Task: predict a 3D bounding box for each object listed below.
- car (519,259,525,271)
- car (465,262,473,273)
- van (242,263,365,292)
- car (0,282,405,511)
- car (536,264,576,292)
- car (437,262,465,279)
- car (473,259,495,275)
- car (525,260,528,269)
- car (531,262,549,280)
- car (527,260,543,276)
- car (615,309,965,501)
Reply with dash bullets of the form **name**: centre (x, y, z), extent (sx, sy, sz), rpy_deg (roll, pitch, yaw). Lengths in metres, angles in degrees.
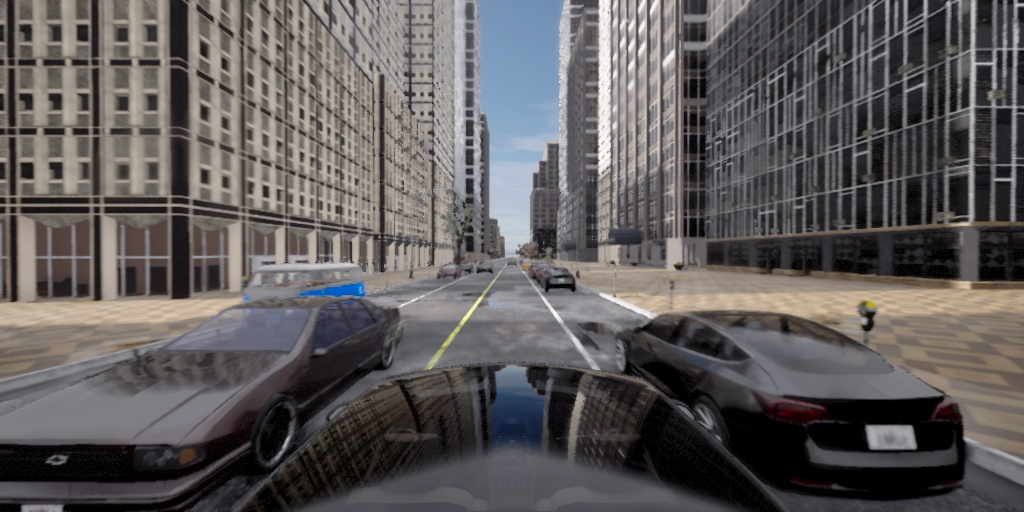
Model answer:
- **car**: centre (2.367, 1.293, 51.210), extent (1.801, 1.575, 5.366), rpy_deg (0, 0, 0)
- **car**: centre (-5.678, 1.389, 44.114), extent (1.948, 1.339, 4.313), rpy_deg (0, 0, 0)
- **van**: centre (-5.690, 1.106, 10.267), extent (1.690, 1.789, 3.998), rpy_deg (0, 0, 0)
- **car**: centre (-3.071, 1.303, 5.014), extent (2.033, 1.411, 5.357), rpy_deg (0, 0, 0)
- **car**: centre (2.696, 1.352, 21.543), extent (1.948, 1.339, 4.313), rpy_deg (0, 0, 0)
- **car**: centre (-5.681, 1.386, 32.832), extent (1.802, 1.307, 4.207), rpy_deg (0, 0, 0)
- **car**: centre (-3.065, 1.322, 41.274), extent (1.837, 1.490, 4.892), rpy_deg (0, 0, 0)
- **car**: centre (2.701, 1.380, 38.471), extent (1.948, 1.339, 4.313), rpy_deg (0, 0, 0)
- **car**: centre (2.697, 1.378, 27.186), extent (1.802, 1.307, 4.207), rpy_deg (0, 0, 0)
- **car**: centre (2.699, 1.245, 32.828), extent (1.967, 1.591, 4.097), rpy_deg (0, 0, 0)
- **car**: centre (2.690, 1.322, 4.615), extent (1.948, 1.339, 4.313), rpy_deg (0, 0, 0)
